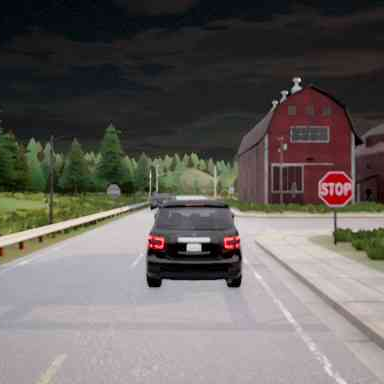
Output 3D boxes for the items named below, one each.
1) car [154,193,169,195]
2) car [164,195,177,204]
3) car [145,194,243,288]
[{"bbox_3d":[-3.651,1.099,39.449,2.150,2.045,5.566,0,0,0],"label":"car"},{"bbox_3d":[-3.669,1.328,58.090,1.837,1.490,4.892,0,0,0],"label":"car"},{"bbox_3d":[0.065,1.192,9.318,2.150,2.045,5.566,0,0,1],"label":"car"}]
